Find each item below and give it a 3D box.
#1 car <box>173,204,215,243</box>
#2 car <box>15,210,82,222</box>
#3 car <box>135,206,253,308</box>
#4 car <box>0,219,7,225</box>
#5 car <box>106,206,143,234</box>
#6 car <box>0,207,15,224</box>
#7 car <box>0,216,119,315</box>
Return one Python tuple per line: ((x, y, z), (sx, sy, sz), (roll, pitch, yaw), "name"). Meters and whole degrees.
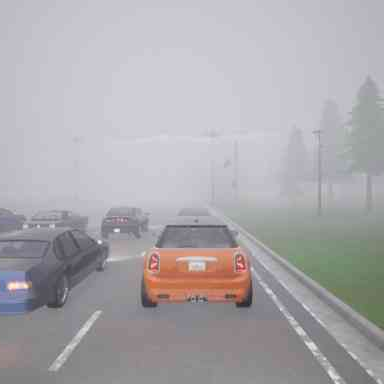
((0.080, 1.475, 17.126), (1.882, 1.535, 5.008), (0, 0, 0), "car")
((-6.920, 1.598, 17.317), (1.895, 1.301, 4.718), (0, 0, 0), "car")
((0.091, 1.351, 8.100), (2.097, 1.767, 4.553), (0, 0, 0), "car")
((-6.919, 1.600, 8.213), (1.895, 1.301, 4.718), (0, 0, 0), "car")
((-3.422, 1.502, 17.569), (1.837, 1.490, 4.892), (0, 0, 0), "car")
((-10.421, 1.475, 17.113), (1.882, 1.535, 5.008), (0, 0, 0), "car")
((-3.408, 1.546, 7.824), (2.033, 1.411, 5.357), (0, 0, 0), "car")
